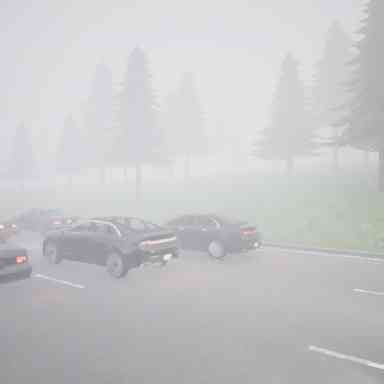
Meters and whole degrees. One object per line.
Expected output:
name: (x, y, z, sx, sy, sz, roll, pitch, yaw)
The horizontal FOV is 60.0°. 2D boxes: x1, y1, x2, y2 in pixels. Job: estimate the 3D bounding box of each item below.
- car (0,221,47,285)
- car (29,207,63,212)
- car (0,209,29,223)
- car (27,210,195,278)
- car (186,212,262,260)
car: (-6.188, 1.547, 8.383, 5.357, 1.411, 2.033, 0, 0, 35)
car: (-8.194, 1.547, 18.358, 5.357, 1.411, 2.033, 0, 0, 38)
car: (-10.303, 1.547, 15.641, 5.357, 1.411, 2.033, 0, 0, 33)
car: (-2.613, 1.491, 10.139, 4.902, 1.511, 2.128, 0, 0, 35)
car: (0.171, 1.505, 12.457, 4.892, 1.490, 1.837, 0, 0, 35)
